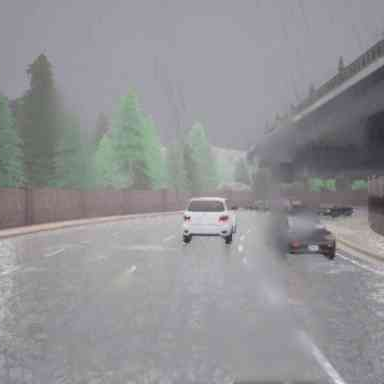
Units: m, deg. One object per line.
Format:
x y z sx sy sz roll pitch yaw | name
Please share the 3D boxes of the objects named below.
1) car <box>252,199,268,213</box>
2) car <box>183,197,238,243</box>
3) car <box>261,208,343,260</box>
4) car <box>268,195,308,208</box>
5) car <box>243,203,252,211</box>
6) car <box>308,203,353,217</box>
9.705 1.319 37.154 5.566 2.045 2.150 0 0 -38 | car
1.016 1.267 16.454 2.150 2.045 5.566 0 0 10 | car
3.932 1.559 12.516 1.812 1.442 4.674 0 0 5 | car
9.719 1.437 32.157 2.097 1.767 4.553 0 0 44 | car
8.793 1.655 40.897 5.357 1.411 2.033 0 0 -36 | car
13.054 1.682 30.747 4.718 1.301 1.895 0 0 -42 | car
